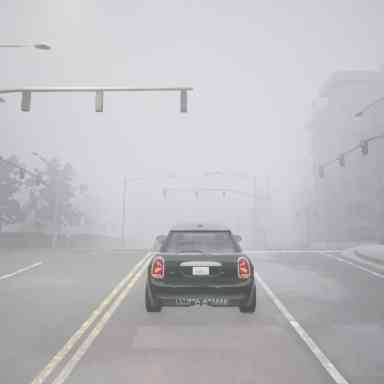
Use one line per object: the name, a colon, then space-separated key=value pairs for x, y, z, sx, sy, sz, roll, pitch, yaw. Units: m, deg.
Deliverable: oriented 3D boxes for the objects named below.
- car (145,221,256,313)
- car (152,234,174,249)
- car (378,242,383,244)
car: x=0.178 y=1.489 z=8.147 sx=2.097 sy=1.767 sz=4.553 roll=0 pitch=-1 yaw=0
car: x=-2.936 y=5.101 z=33.722 sx=2.033 sy=1.411 sz=5.357 roll=1 pitch=-10 yaw=-5
car: x=17.224 y=4.286 z=26.187 sx=4.892 sy=1.490 sz=1.837 roll=5 pitch=-10 yaw=1
